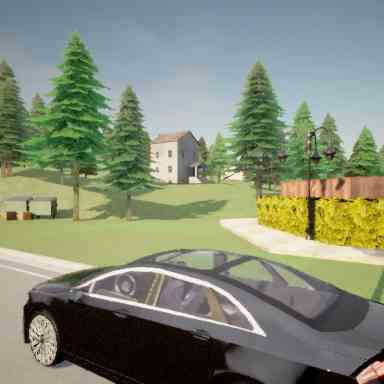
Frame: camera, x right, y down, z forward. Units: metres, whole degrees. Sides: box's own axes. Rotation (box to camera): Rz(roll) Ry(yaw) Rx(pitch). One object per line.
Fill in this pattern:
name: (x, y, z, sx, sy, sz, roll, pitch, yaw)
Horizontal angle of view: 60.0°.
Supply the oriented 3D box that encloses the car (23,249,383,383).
car: (-0.182, 1.490, 4.118, 4.902, 1.511, 2.128, 0, 0, 36)
